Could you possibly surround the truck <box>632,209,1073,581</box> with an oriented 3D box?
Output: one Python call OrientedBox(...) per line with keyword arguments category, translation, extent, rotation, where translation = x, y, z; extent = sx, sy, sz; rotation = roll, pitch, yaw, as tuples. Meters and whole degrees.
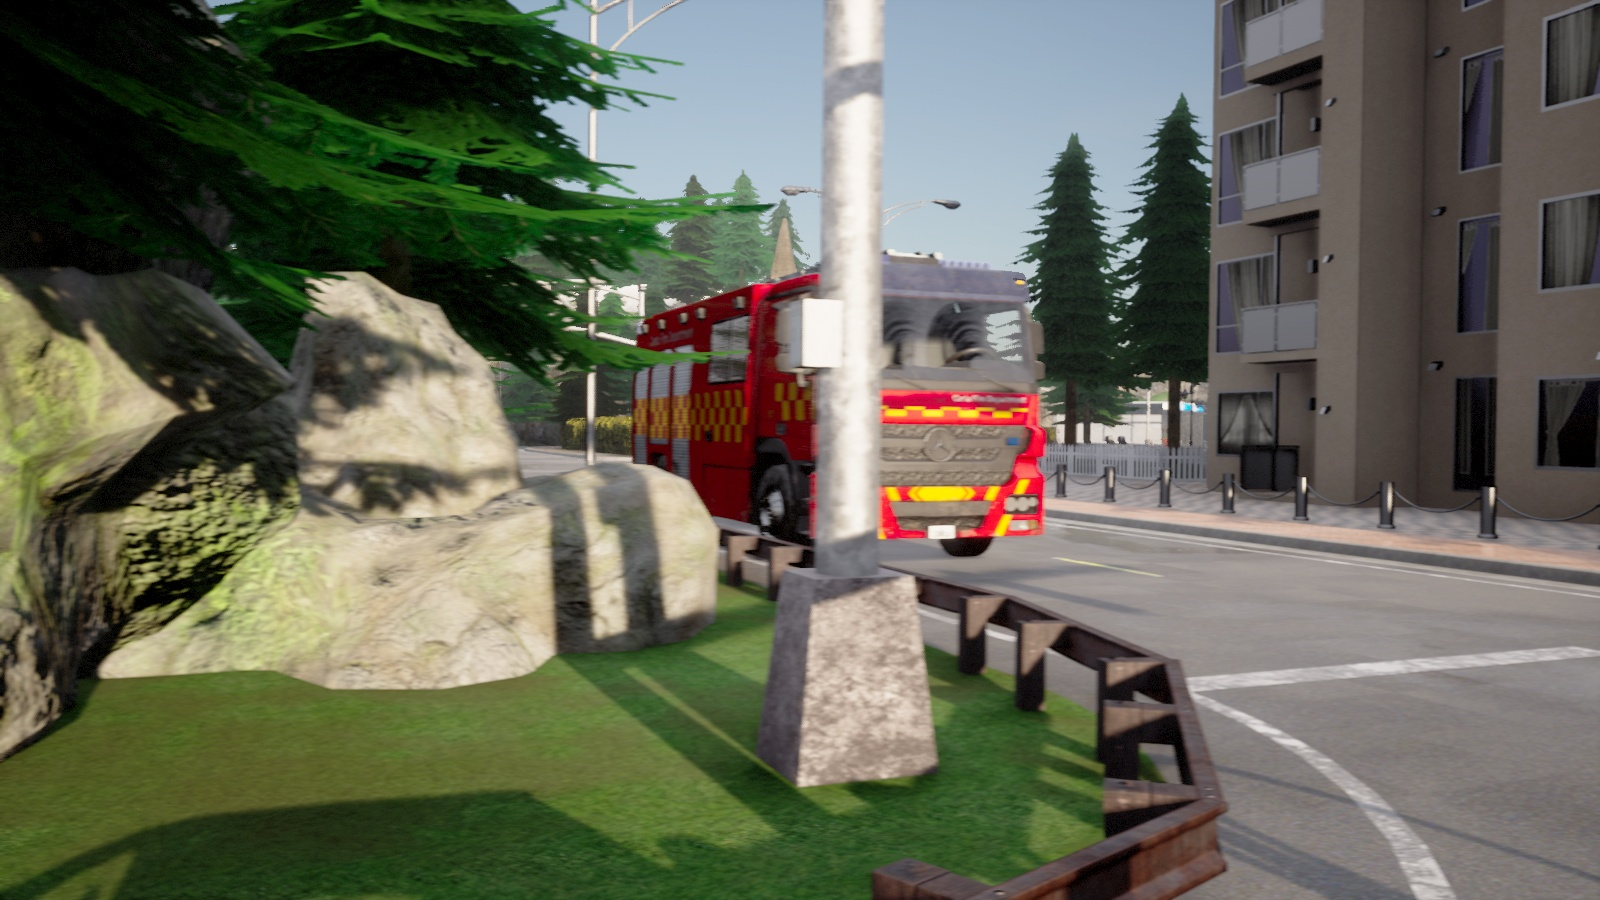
OrientedBox(category="truck", translation=(0.135, -0.635, 17.396), extent=(2.891, 3.827, 8.468), rotation=(-1, 1, -21))
